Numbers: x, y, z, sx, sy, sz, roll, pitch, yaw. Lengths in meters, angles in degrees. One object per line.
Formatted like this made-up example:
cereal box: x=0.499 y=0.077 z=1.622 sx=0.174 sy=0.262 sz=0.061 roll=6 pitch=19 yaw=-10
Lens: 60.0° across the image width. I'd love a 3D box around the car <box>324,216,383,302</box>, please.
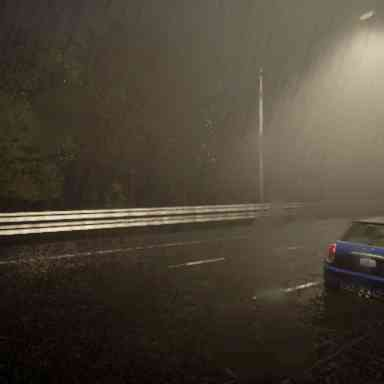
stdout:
car: x=4.983 y=1.293 z=7.264 sx=4.553 sy=1.767 sz=2.097 roll=-1 pitch=0 yaw=-34
